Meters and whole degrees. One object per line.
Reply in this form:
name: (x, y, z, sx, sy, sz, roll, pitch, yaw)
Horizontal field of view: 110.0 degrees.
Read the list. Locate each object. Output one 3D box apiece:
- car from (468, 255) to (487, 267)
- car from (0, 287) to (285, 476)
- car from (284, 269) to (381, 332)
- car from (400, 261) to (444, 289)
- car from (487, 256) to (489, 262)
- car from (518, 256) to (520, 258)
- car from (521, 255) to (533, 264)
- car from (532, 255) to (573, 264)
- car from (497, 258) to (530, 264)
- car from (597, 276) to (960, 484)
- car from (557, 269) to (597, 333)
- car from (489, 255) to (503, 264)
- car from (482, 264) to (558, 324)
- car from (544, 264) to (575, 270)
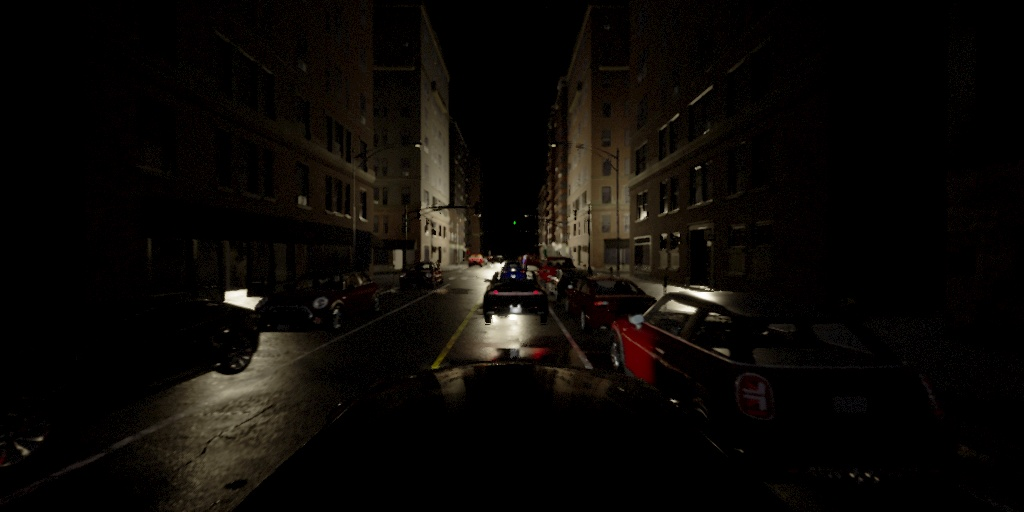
car: (-5.423, 0.747, 54.342, 2.192, 1.841, 5.009, 0, 0, 0)
car: (-5.387, 1.298, 4.737, 1.948, 1.339, 4.313, 0, 0, 0)
car: (-5.388, 1.138, 10.419, 1.967, 1.591, 4.097, 0, 0, 0)
car: (-5.389, 1.070, 21.783, 1.967, 1.591, 4.097, 0, 0, 0)
car: (-5.421, 0.964, 59.846, 1.948, 1.339, 4.313, 0, 0, 0)
car: (2.682, 0.679, 65.352, 2.192, 1.841, 5.009, 0, 0, 0)
car: (2.697, 0.780, 48.841, 2.192, 1.841, 5.009, 0, 0, 0)
car: (2.636, 0.944, 21.785, 2.192, 1.841, 5.009, 0, 0, 0)
car: (0.099, 1.129, 26.127, 1.812, 1.442, 4.674, 0, 0, 0)
car: (2.638, 1.172, 4.739, 1.967, 1.591, 4.097, 0, 0, 0)
car: (2.637, 1.243, 10.421, 1.888, 1.381, 4.507, 0, 0, 0)
car: (-2.775, 0.844, 65.101, 1.882, 1.535, 5.008, 0, 0, 0)
car: (0.100, 1.180, 11.691, 2.128, 1.511, 4.902, 0, 0, 0)
car: (2.637, 1.214, 16.103, 2.007, 1.370, 4.403, 0, 0, 0)
